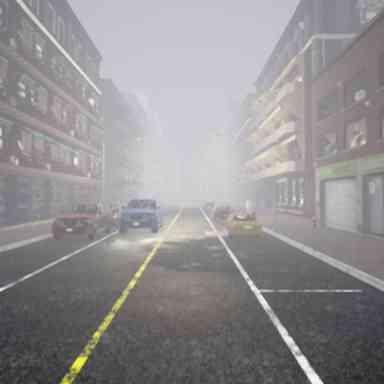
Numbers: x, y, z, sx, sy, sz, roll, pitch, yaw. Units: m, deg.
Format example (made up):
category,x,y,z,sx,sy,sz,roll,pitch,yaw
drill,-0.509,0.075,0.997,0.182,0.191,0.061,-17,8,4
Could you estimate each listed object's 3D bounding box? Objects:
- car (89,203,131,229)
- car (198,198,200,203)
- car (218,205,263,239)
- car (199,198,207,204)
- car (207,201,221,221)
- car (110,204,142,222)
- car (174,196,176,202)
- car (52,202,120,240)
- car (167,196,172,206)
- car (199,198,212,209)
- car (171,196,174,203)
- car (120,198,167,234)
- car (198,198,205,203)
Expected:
category,x,y,z,sx,sy,sz,roll,pitch,yaw
car,-5.720,1.628,23.631,1.967,1.590,4.097,0,0,0
car,2.595,2.109,74.532,1.752,1.417,4.829,0,0,0
car,2.668,1.670,18.172,1.752,1.417,4.829,0,0,0
car,2.587,2.192,79.998,1.947,1.339,4.313,0,0,0
car,2.653,1.777,29.274,1.887,1.381,4.507,0,0,0
car,-5.727,1.777,29.267,1.887,1.381,4.507,0,0,0
car,-5.801,2.214,85.627,1.887,1.381,4.507,0,0,0
car,-5.711,1.459,17.996,2.192,1.841,5.009,0,0,0
car,-5.779,2.090,68.718,2.008,1.369,4.403,0,0,0
car,2.624,1.959,51.817,2.008,1.369,4.403,0,0,0
car,-5.787,2.134,74.355,2.008,1.369,4.403,0,0,0
car,-3.027,1.387,20.809,2.150,2.045,5.566,0,0,0
car,2.572,2.294,91.270,1.802,1.307,4.206,0,0,0
